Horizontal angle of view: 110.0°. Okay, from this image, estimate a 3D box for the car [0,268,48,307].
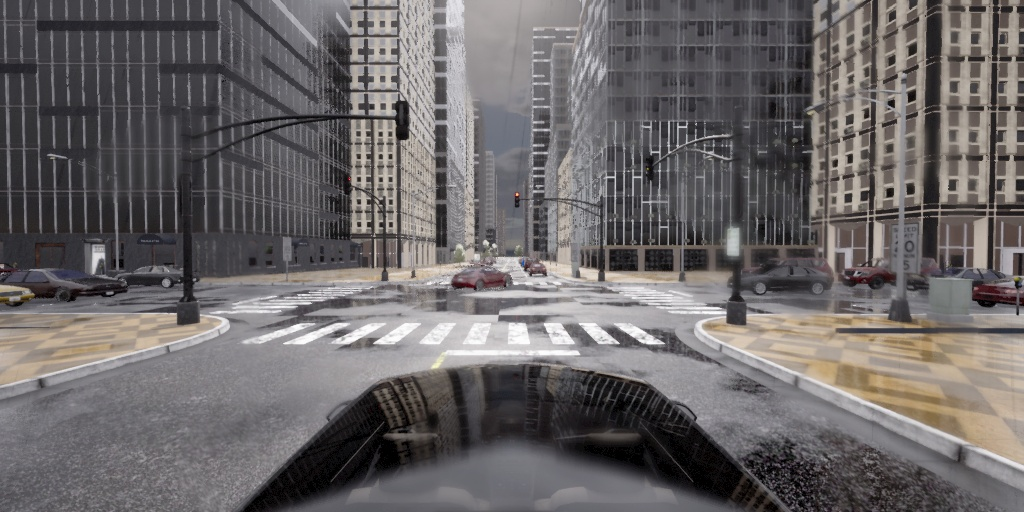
[{"bbox_3d":[-21.250,1.301,13.592,4.829,1.417,1.751,0,0,0],"label":"car"}]

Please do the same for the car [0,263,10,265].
[{"bbox_3d":[-32.547,1.078,21.644,4.097,1.591,1.967,0,0,0],"label":"car"}]

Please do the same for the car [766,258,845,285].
[{"bbox_3d":[16.579,1.023,21.783,5.009,1.841,2.192,0,0,0],"label":"car"}]

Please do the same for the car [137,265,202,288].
[{"bbox_3d":[-21.431,1.204,21.731,4.403,1.370,2.007,0,0,0],"label":"car"}]

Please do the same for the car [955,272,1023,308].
[{"bbox_3d":[20.191,1.417,13.650,4.207,1.307,1.802,0,0,0],"label":"car"}]

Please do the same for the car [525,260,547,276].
[{"bbox_3d":[2.563,1.318,35.930,1.802,1.307,4.207,0,0,0],"label":"car"}]

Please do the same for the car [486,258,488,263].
[{"bbox_3d":[-5.265,1.306,58.011,1.802,1.307,4.207,0,0,0],"label":"car"}]

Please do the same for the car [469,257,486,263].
[{"bbox_3d":[-5.270,1.168,52.486,1.967,1.591,4.097,0,0,0],"label":"car"}]

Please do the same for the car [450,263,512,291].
[{"bbox_3d":[-1.791,1.306,21.915,1.994,1.385,4.181,0,0,35],"label":"car"}]

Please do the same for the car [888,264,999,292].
[{"bbox_3d":[24.012,1.305,19.191,5.357,1.411,2.033,0,1,0],"label":"car"}]

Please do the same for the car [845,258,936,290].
[{"bbox_3d":[22.911,1.032,21.792,5.009,1.841,2.192,0,0,0],"label":"car"}]

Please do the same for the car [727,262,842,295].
[{"bbox_3d":[14.188,1.249,19.162,4.892,1.490,1.837,0,1,1],"label":"car"}]

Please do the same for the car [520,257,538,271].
[{"bbox_3d":[2.593,1.046,46.979,2.192,1.841,5.009,0,0,0],"label":"car"}]

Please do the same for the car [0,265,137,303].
[{"bbox_3d":[-20.811,1.286,16.177,5.357,1.411,2.033,0,1,0],"label":"car"}]
